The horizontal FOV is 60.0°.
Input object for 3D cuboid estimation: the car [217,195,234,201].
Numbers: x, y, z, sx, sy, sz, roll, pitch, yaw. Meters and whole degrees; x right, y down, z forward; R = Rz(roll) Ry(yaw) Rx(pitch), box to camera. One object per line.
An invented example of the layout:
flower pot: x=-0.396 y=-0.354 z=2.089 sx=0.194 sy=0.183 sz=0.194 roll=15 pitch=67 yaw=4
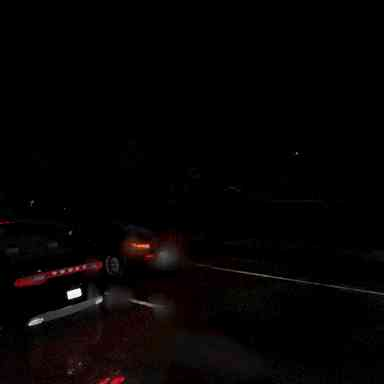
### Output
car: x=6.812 y=1.195 z=66.306 sx=1.882 sy=1.535 sz=5.008 roll=0 pitch=0 yaw=36

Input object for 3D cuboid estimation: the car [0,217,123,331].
car: x=-3.898 y=1.478 z=6.760 sx=5.008 sy=1.535 sz=1.882 roll=0 pitch=0 yaw=35

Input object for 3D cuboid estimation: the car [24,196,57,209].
car: x=-20.852 y=1.352 z=46.381 sx=2.097 sy=1.767 sz=4.553 roll=0 pitch=0 yaw=36

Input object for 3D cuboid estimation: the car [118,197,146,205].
car: x=-10.743 y=1.547 z=60.207 sx=2.033 sy=1.411 sz=5.357 roll=0 pitch=0 yaw=36

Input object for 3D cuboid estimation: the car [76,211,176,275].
car: x=-2.607 y=1.526 z=10.129 sx=4.674 sy=1.442 sz=1.812 roll=0 pitch=0 yaw=35

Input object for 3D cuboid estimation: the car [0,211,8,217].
car: x=-10.084 y=1.505 z=15.456 sx=4.892 sy=1.490 sz=1.837 roll=0 pitch=0 yaw=36

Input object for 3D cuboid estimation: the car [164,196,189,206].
car: x=-2.411 y=1.504 z=53.824 sx=1.837 sy=1.490 sz=4.892 roll=0 pitch=0 yaw=36

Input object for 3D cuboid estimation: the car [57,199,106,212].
car: x=-12.791 y=1.547 z=39.614 sx=2.033 sy=1.411 sz=5.357 roll=0 pitch=0 yaw=36
